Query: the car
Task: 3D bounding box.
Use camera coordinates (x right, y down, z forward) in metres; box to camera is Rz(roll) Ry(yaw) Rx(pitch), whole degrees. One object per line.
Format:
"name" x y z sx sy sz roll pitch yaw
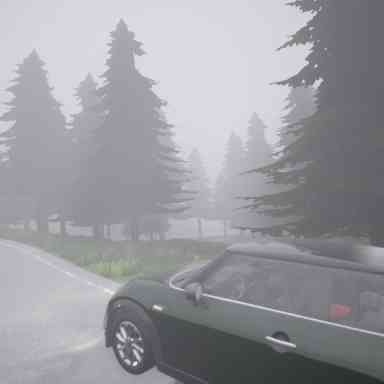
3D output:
"car" 0.966 1.348 3.979 4.553 1.767 2.097 0 1 39
